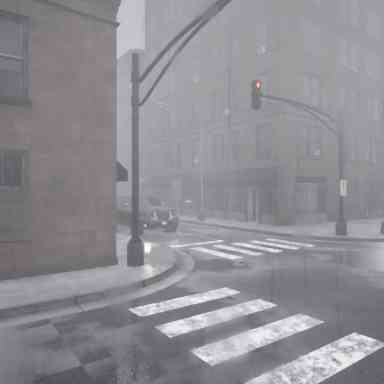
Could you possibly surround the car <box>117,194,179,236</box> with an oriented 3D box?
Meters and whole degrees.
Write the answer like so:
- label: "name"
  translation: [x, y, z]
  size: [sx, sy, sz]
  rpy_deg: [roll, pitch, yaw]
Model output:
- label: "car"
  translation: [-2.938, 1.125, 18.363]
  size: [2.150, 2.045, 5.566]
  rpy_deg: [0, 1, -36]
